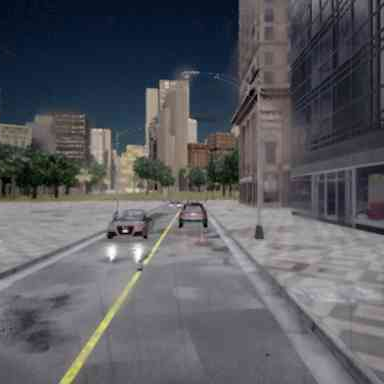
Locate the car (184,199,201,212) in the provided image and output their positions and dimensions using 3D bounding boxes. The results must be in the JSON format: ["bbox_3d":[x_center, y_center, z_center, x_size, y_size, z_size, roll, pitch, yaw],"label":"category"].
[{"bbox_3d":[0.067,1.643,42.123,2.128,1.511,4.902,0,0,0],"label":"car"}]

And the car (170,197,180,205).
[{"bbox_3d":[-3.049,1.729,63.249,1.837,1.490,4.892,0,0,0],"label":"car"}]

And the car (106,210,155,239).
[{"bbox_3d":[-3.113,1.632,17.514,1.994,1.385,4.181,0,0,0],"label":"car"}]

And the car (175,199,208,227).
[{"bbox_3d":[0.082,1.522,23.794,2.033,1.649,4.856,0,0,0],"label":"car"}]
